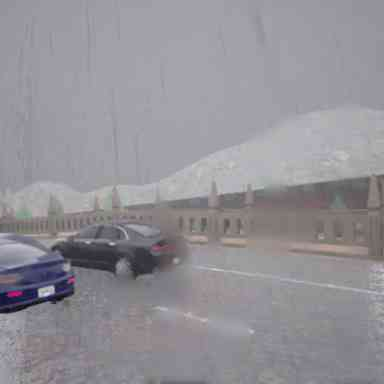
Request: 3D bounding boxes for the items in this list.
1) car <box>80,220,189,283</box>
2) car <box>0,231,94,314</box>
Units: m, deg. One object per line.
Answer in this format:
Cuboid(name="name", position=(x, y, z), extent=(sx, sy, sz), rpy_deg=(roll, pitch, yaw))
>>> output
Cuboid(name="car", position=(-2.354, 1.613, 9.971), extent=(4.892, 1.490, 1.837), rpy_deg=(-2, -1, 35))
Cuboid(name="car", position=(-4.417, 1.637, 7.145), extent=(4.674, 1.442, 1.812), rpy_deg=(-2, -1, 35))
